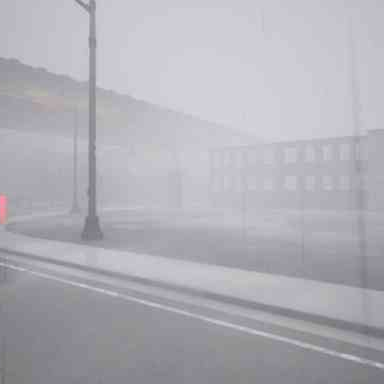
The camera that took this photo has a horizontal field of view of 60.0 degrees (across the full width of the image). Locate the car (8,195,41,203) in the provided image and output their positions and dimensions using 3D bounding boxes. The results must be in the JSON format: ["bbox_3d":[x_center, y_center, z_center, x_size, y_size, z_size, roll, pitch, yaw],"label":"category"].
[{"bbox_3d":[-27.940,1.100,55.557,4.536,1.218,1.853,0,0,7],"label":"car"}]

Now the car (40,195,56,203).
[{"bbox_3d":[-24.360,1.265,56.764,2.038,1.542,4.974,0,0,-23],"label":"car"}]

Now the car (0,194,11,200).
[{"bbox_3d":[-41.187,1.030,70.580,4.536,1.218,1.853,0,0,2],"label":"car"}]

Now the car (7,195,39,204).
[{"bbox_3d":[-27.889,1.257,55.551,4.974,1.542,2.038,0,0,7],"label":"car"}]

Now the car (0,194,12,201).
[{"bbox_3d":[-41.239,1.188,70.581,4.974,1.542,2.038,0,0,2],"label":"car"}]

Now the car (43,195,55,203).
[{"bbox_3d":[-24.380,1.107,56.811,1.853,1.218,4.536,0,0,-23],"label":"car"}]
